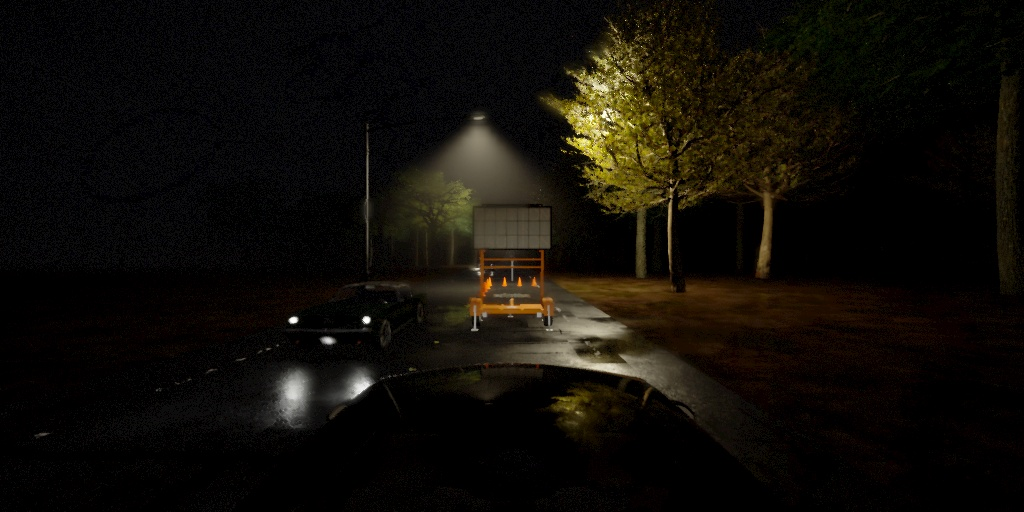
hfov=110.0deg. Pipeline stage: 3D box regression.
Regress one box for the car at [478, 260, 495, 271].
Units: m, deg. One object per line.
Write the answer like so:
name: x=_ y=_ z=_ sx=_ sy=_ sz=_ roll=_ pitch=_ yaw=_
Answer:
car: x=-3.593 y=1.241 z=50.803 sx=2.097 sy=1.767 sz=4.553 roll=0 pitch=0 yaw=0

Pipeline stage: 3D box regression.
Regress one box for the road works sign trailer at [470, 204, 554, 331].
road works sign trailer: x=0.009 y=0.218 z=11.000 sx=2.380 sy=3.560 sz=2.880 roll=0 pitch=0 yaw=0

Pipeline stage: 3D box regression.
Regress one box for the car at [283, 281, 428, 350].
car: x=-3.599 y=1.353 z=9.230 sx=1.895 sy=1.301 sz=4.718 roll=0 pitch=0 yaw=0
